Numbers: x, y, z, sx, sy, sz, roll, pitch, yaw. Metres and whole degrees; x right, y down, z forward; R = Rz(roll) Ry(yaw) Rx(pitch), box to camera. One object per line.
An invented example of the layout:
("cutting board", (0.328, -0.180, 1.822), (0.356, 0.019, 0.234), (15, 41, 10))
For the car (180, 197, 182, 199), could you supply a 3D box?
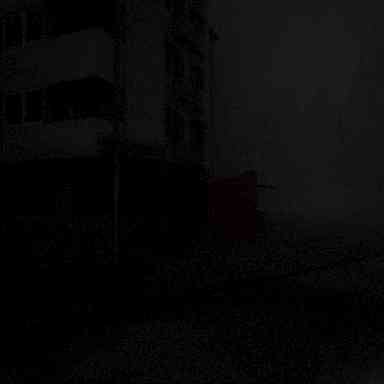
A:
("car", (-1.267, 1.544, 57.761), (1.812, 1.442, 4.674), (0, 0, -35))
